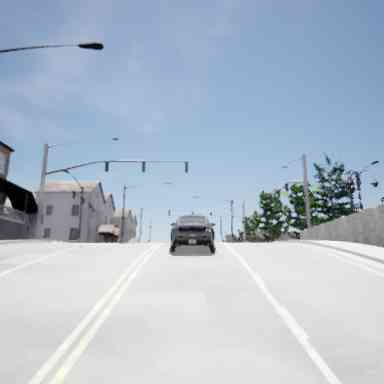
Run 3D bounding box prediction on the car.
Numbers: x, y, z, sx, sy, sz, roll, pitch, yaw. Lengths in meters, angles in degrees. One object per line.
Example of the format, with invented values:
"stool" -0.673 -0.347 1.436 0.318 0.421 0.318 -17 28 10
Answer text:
"car" 0.044 1.819 15.219 1.837 1.490 4.892 0 -4 1
